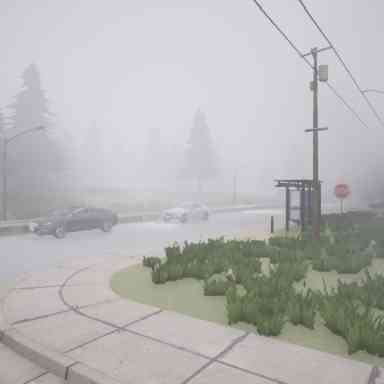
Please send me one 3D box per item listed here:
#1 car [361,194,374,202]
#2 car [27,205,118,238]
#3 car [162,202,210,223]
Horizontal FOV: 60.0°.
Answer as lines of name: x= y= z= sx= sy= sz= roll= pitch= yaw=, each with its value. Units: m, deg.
car: x=40.389 y=1.355 z=76.486 sx=2.097 sy=1.767 sz=4.553 roll=0 pitch=0 yaw=36
car: x=-6.184 y=1.492 z=17.782 sx=2.128 sy=1.511 sz=4.902 roll=0 pitch=0 yaw=36
car: x=-0.340 y=1.526 z=25.856 sx=1.812 sy=1.442 sz=4.674 roll=0 pitch=0 yaw=36
